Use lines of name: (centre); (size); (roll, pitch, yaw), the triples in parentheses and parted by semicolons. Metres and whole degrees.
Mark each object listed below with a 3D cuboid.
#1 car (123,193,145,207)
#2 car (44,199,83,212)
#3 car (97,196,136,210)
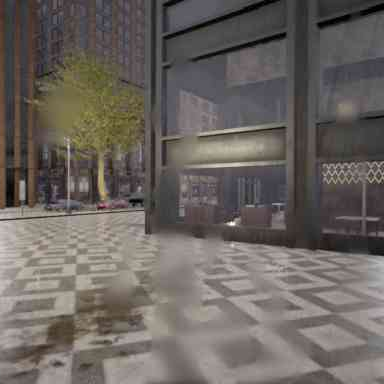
car: (-8.435, 1.105, 46.290); (2.150, 2.045, 5.566); (0, 0, 35)
car: (-14.516, 1.471, 37.795); (1.994, 1.385, 4.181); (0, 0, 35)
car: (-9.205, 1.471, 39.720); (1.994, 1.385, 4.181); (0, 0, 36)
